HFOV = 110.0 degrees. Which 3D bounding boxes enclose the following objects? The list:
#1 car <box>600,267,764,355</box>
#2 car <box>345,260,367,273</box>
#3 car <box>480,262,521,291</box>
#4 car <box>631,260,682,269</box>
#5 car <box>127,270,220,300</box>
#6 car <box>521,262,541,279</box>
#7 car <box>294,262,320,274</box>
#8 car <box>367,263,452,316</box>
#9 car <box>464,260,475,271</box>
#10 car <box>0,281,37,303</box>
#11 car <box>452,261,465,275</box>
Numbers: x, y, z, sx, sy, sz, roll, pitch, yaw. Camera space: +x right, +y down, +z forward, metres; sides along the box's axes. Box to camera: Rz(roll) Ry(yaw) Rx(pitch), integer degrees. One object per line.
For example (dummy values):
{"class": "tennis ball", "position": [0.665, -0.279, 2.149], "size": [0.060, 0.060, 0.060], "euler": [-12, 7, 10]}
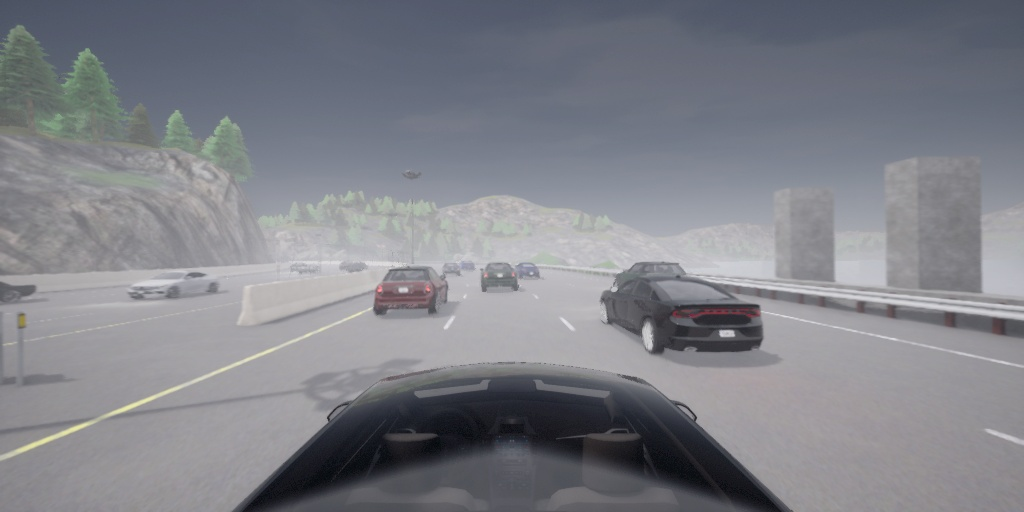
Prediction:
{"class": "car", "position": [3.610, 1.194, 8.670], "size": [1.882, 1.535, 5.008], "euler": [0, 0, -2]}
{"class": "car", "position": [-19.518, 1.555, 45.704], "size": [1.837, 1.490, 4.892], "euler": [-1, 0, -14]}
{"class": "car", "position": [-0.931, 1.143, 22.502], "size": [2.097, 1.767, 4.553], "euler": [-1, 0, -6]}
{"class": "car", "position": [6.568, 1.044, 17.188], "size": [2.097, 1.767, 4.553], "euler": [-1, 0, -5]}
{"class": "car", "position": [-18.528, 1.527, 19.984], "size": [1.812, 1.442, 4.674], "euler": [-1, 0, -6]}
{"class": "car", "position": [1.268, 1.305, 33.042], "size": [1.812, 1.442, 4.674], "euler": [0, 0, -10]}
{"class": "car", "position": [-27.545, 1.754, 48.844], "size": [1.895, 1.301, 4.718], "euler": [-1, 0, -15]}
{"class": "car", "position": [-3.743, 1.165, 14.033], "size": [2.097, 1.767, 4.553], "euler": [-1, 0, -4]}
{"class": "car", "position": [-6.870, 1.386, 53.832], "size": [1.882, 1.535, 5.008], "euler": [0, 0, -17]}
{"class": "car", "position": [-25.182, 1.678, 16.088], "size": [1.895, 1.301, 4.718], "euler": [-1, 0, -5]}
{"class": "car", "position": [-6.882, 1.436, 40.224], "size": [2.033, 1.411, 5.357], "euler": [-1, 0, -14]}
